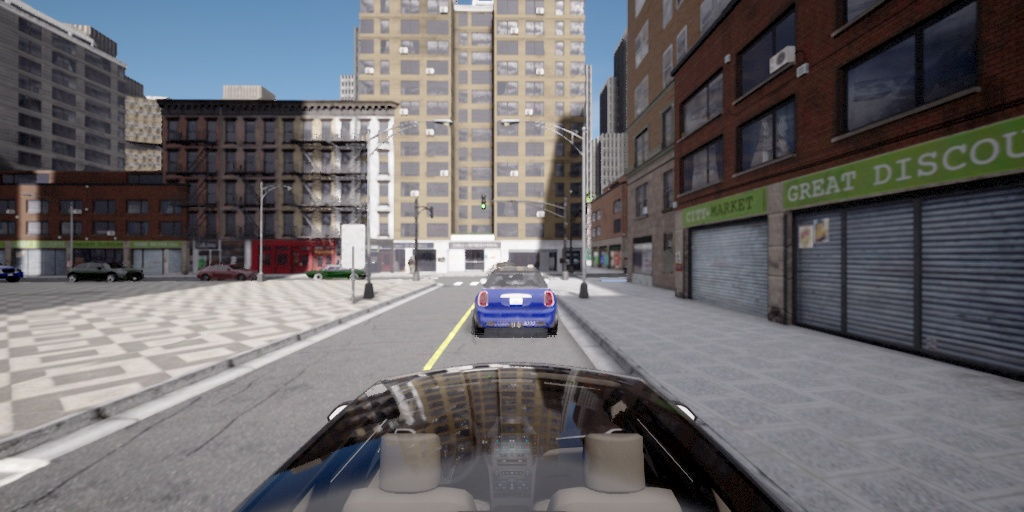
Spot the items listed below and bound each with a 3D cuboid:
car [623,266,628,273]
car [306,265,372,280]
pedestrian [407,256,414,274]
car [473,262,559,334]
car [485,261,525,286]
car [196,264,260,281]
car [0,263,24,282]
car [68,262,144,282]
[{"bbox_3d":[12.856,1.065,33.284,4.892,1.490,1.837,-1,0,-1],"label":"car"},{"bbox_3d":[-14.224,1.395,29.713,4.718,1.301,1.895,0,0,-1],"label":"car"},{"bbox_3d":[-10.191,0.911,36.005,0.375,1.860,0.375,0,0,-1],"label":"pedestrian"},{"bbox_3d":[0.093,1.084,10.647,2.097,1.767,4.553,0,0,0],"label":"car"},{"bbox_3d":[-0.648,1.175,25.874,1.882,1.535,5.008,0,0,-13],"label":"car"},{"bbox_3d":[-23.295,1.385,29.608,4.674,1.442,1.812,0,0,-1],"label":"car"},{"bbox_3d":[-43.864,1.209,29.360,5.566,2.045,2.150,0,0,0],"label":"car"},{"bbox_3d":[-33.244,1.276,29.464,4.553,1.767,2.097,0,0,-1],"label":"car"}]
